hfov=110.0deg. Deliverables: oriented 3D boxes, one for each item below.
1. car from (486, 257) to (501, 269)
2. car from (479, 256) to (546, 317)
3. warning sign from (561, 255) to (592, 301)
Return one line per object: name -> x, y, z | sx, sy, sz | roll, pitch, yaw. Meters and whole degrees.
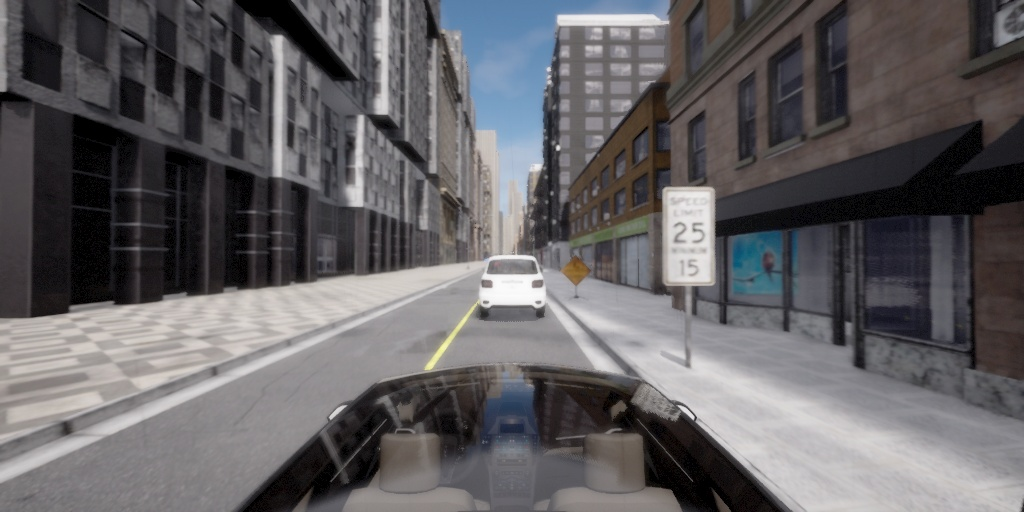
car -> -3.074, 1.112, 60.854 | 2.150, 2.045, 5.566 | 0, 0, 1
car -> 0.030, 1.006, 13.455 | 2.150, 2.045, 5.566 | 0, 0, 0
warning sign -> 2.711, 0.903, 15.086 | 1.300, 1.860, 1.060 | 0, 0, 0
